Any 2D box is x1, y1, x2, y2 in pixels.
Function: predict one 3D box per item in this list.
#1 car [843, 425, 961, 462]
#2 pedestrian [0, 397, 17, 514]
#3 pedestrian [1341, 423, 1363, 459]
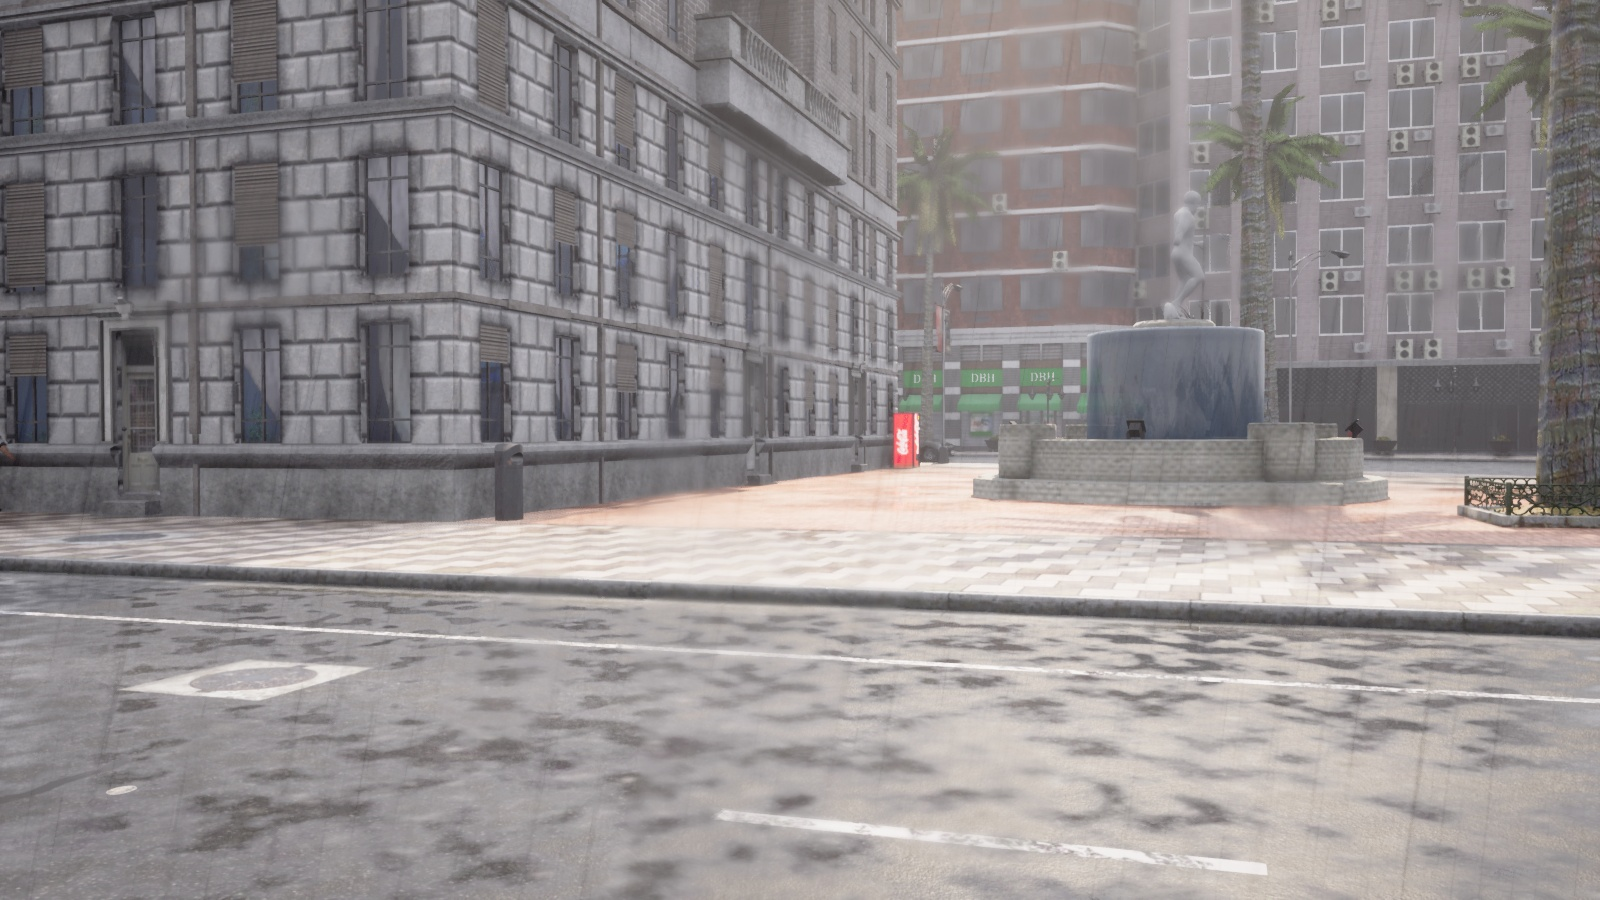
[{"bbox_3d":[4.747,-0.312,58.384,5.027,1.651,2.152,1,1,22],"label":"car"},{"bbox_3d":[-13.740,0.094,21.056,0.873,1.952,0.659,1,1,24],"label":"pedestrian"},{"bbox_3d":[28.645,-0.452,65.148,0.899,1.844,0.634,1,1,43],"label":"pedestrian"}]
